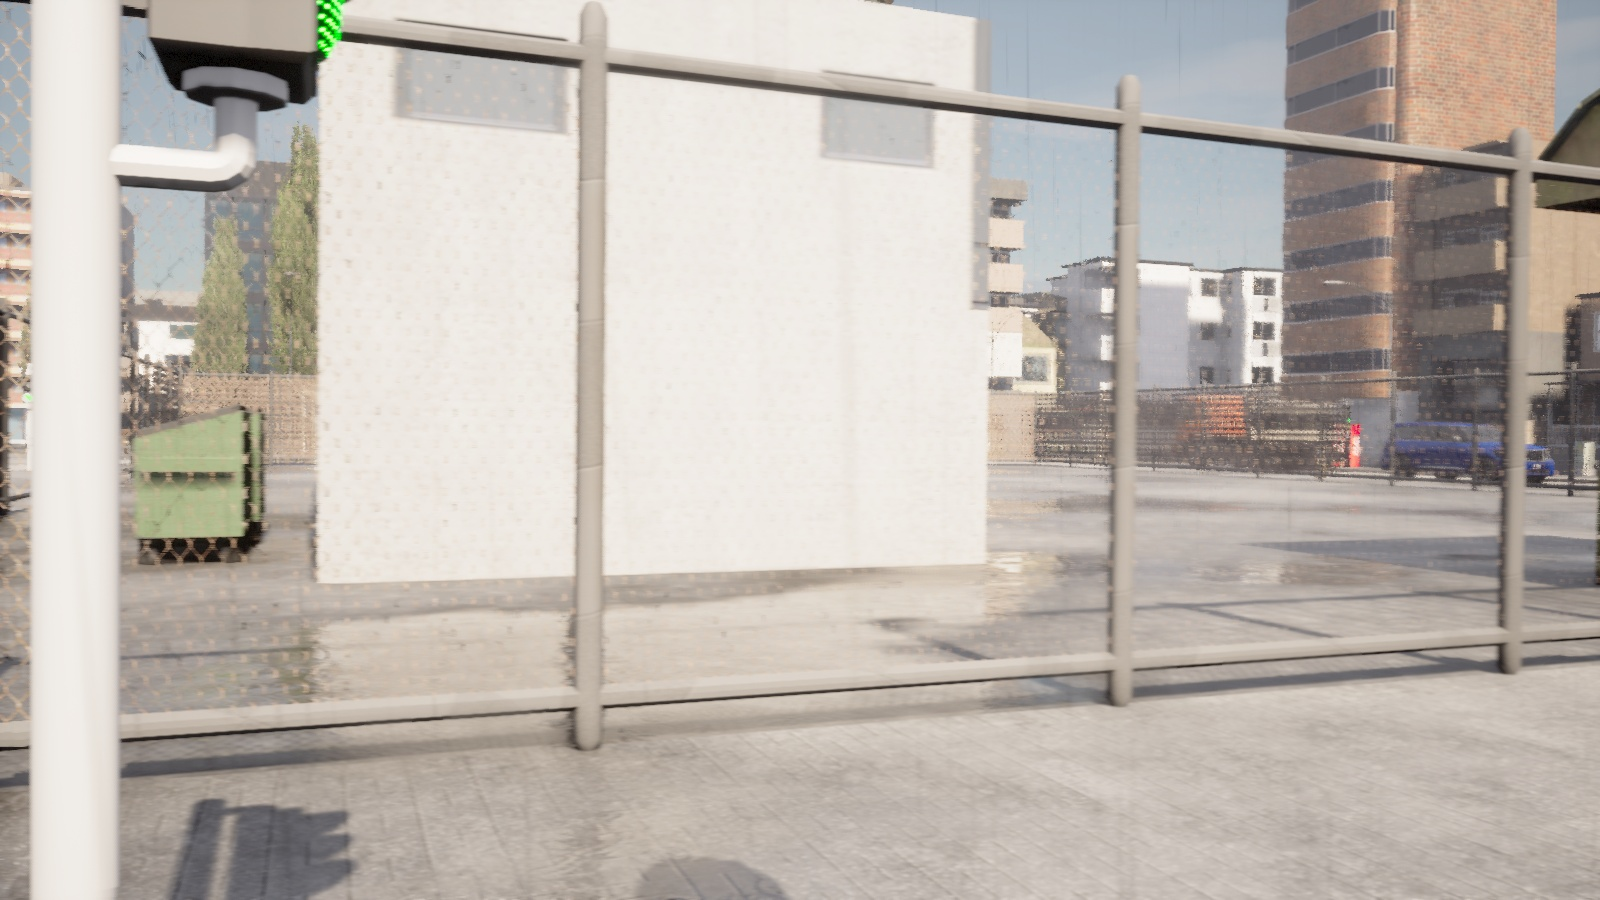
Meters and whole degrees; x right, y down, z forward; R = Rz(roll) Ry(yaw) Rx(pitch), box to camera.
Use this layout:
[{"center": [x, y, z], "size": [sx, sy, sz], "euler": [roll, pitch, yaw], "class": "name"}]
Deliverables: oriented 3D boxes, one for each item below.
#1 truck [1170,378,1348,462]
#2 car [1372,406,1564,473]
[{"center": [20.224, -1.292, 55.947], "size": [2.891, 3.462, 7.936], "euler": [-1, 1, -22], "class": "truck"}, {"center": [21.698, -0.367, 41.094], "size": [2.150, 2.045, 5.566], "euler": [-1, 1, -19], "class": "car"}]
